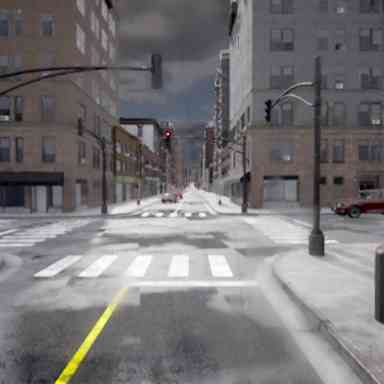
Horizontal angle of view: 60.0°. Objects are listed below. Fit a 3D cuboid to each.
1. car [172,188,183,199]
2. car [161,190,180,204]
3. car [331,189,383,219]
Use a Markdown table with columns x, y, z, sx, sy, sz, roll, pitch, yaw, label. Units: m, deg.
| x | y | z | sx | sy | sz | roll | pitch | yaw | label |
| --- | --- | --- | --- | --- | --- | --- | --- | --- | --- |
| -2.923 | 0.241 | 62.324 | 2.150 | 2.045 | 5.566 | 0 | 1 | 1 | car |
| -3.006 | 0.842 | 44.901 | 1.994 | 1.385 | 4.181 | 0 | 1 | 0 | car |
| 12.119 | 0.753 | 22.406 | 5.009 | 1.841 | 2.192 | -1 | 2 | 0 | car |
